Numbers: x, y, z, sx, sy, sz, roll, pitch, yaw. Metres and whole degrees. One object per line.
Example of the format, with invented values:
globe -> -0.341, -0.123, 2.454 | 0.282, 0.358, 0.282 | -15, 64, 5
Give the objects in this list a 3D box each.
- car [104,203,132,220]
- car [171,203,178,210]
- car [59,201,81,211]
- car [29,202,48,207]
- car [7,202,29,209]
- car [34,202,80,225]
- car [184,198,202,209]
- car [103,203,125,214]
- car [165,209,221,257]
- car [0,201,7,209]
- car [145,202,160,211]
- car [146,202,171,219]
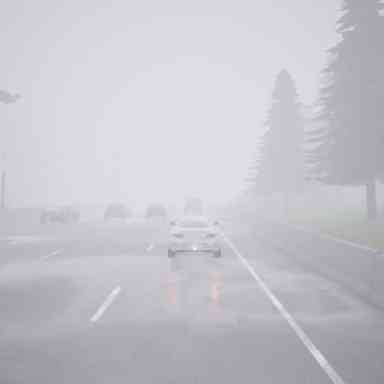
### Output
car -> -6.901, 1.826, 31.254 | 2.128, 1.511, 4.902 | 0, -1, 0
car -> -3.400, 2.396, 54.334 | 1.994, 1.385, 4.181 | 0, -1, 0
car -> -21.019, 2.394, 57.543 | 1.882, 1.535, 5.008 | 0, -1, 0
car -> -24.536, 2.414, 55.082 | 1.994, 1.385, 4.181 | 0, -1, 1
car -> -28.030, 2.375, 55.053 | 1.812, 1.442, 4.674 | 0, -1, 1
car -> -10.401, 1.783, 26.335 | 1.812, 1.442, 4.674 | 0, -1, 0
car -> 0.099, 1.777, 42.840 | 2.150, 2.045, 5.566 | 0, -1, 0
car -> -10.401, 2.162, 44.676 | 1.994, 1.385, 4.181 | 0, -1, 0
car -> 0.099, 1.620, 13.222 | 1.812, 1.442, 4.674 | 0, 0, 0
car -> -31.522, 2.327, 55.034 | 1.882, 1.535, 5.008 | 0, -1, 1
car -> -6.901, 2.486, 58.309 | 2.033, 1.411, 5.357 | 0, -2, 0
car -> -3.401, 1.841, 32.906 | 1.882, 1.535, 5.008 | 0, -1, 0
